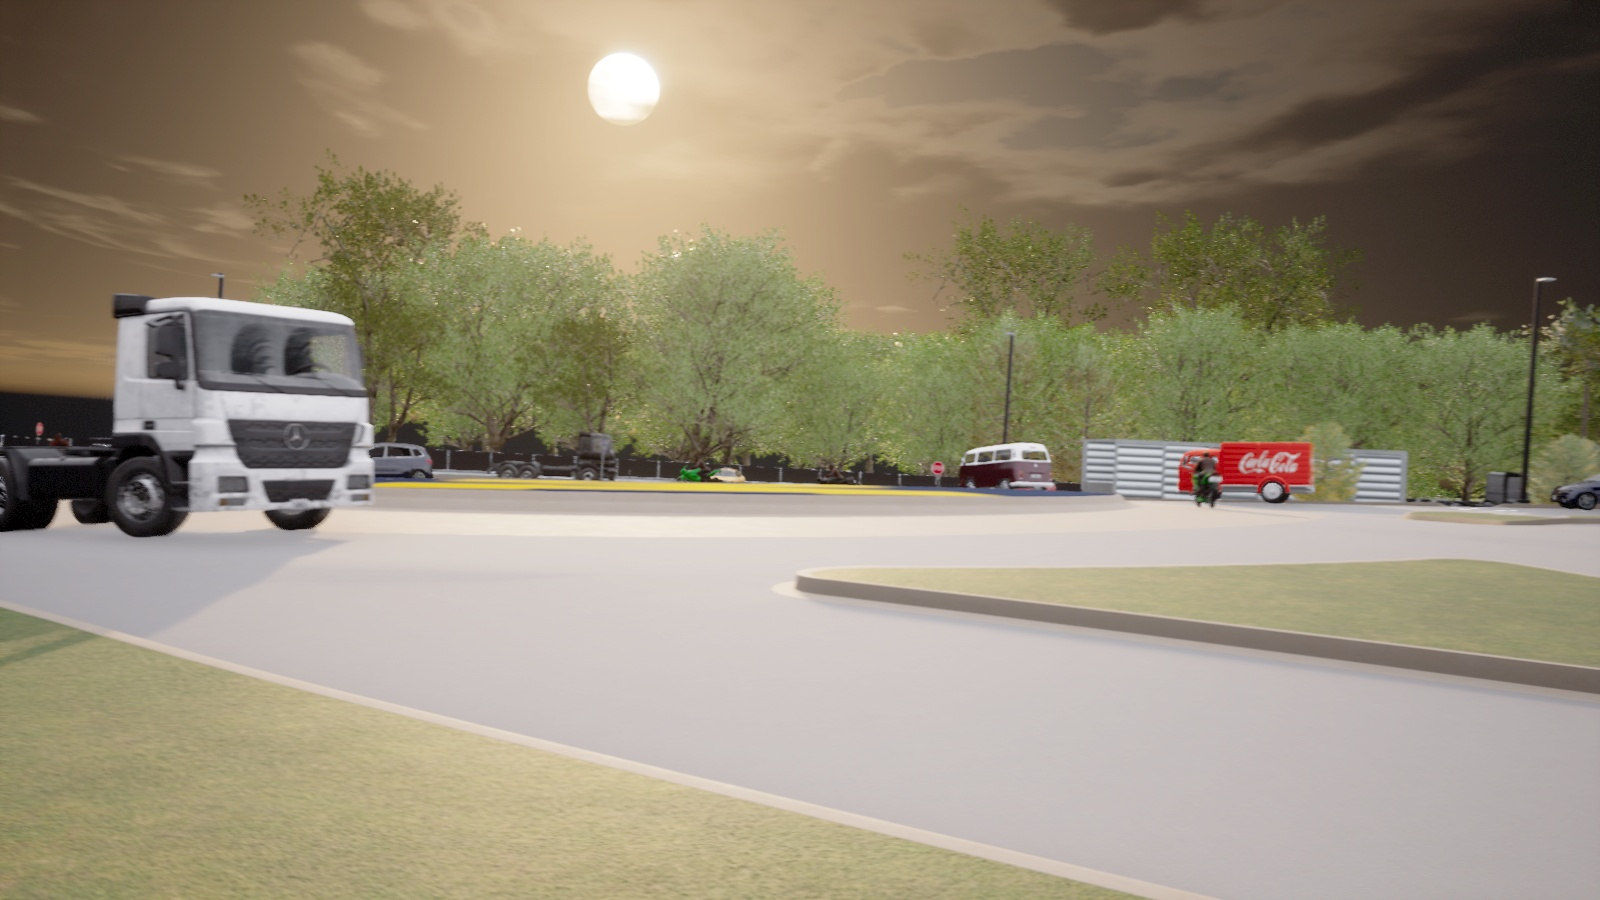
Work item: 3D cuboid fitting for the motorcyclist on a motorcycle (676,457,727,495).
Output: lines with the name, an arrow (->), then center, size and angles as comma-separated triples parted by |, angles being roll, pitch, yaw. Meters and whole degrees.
motorcyclist on a motorcycle -> -4.101, 1.076, 52.415 | 2.044, 1.523, 0.797 | 1, -4, 2

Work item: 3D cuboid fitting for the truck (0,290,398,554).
truck -> -10.233, -0.272, 19.739 | 7.936, 3.462, 2.891 | -2, -1, 31

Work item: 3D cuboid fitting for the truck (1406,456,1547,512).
truck -> 45.739, 2.255, 85.081 | 7.936, 3.462, 2.891 | 2, 1, -2

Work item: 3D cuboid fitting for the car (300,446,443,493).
car -> -16.277, 0.790, 47.834 | 4.611, 1.667, 2.242 | 2, -3, -45

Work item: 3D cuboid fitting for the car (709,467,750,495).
car -> -4.513, 1.963, 80.740 | 1.801, 1.575, 5.366 | 1, 0, 6

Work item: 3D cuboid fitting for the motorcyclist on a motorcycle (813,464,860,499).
motorcyclist on a motorcycle -> 1.641, 1.392, 56.352 | 2.044, 1.523, 0.797 | 0, 0, 10

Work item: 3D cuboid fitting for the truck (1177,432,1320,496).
truck -> 18.256, 0.605, 51.111 | 5.204, 2.467, 2.627 | -1, -1, 26

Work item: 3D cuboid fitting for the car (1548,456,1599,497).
car -> 30.018, 0.938, 45.912 | 4.193, 1.474, 1.816 | -1, -1, 10

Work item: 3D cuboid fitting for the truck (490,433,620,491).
truck -> -15.580, 0.756, 80.332 | 7.936, 3.462, 2.891 | 1, 1, -7

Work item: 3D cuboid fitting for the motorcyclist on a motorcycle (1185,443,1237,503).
motorcyclist on a motorcycle -> 10.807, 0.595, 33.104 | 0.797, 1.523, 2.044 | 2, -1, 4

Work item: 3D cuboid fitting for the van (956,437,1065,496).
van -> 8.158, 0.704, 49.147 | 2.069, 2.038, 4.480 | 2, -4, -24
